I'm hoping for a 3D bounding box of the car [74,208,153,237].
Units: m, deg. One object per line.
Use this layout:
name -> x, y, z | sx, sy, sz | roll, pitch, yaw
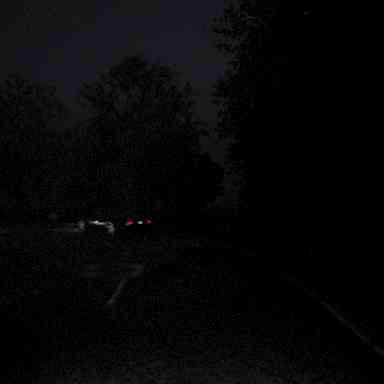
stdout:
car -> -4.451, 1.607, 18.377 | 5.357, 1.411, 2.033 | -1, -1, 43
